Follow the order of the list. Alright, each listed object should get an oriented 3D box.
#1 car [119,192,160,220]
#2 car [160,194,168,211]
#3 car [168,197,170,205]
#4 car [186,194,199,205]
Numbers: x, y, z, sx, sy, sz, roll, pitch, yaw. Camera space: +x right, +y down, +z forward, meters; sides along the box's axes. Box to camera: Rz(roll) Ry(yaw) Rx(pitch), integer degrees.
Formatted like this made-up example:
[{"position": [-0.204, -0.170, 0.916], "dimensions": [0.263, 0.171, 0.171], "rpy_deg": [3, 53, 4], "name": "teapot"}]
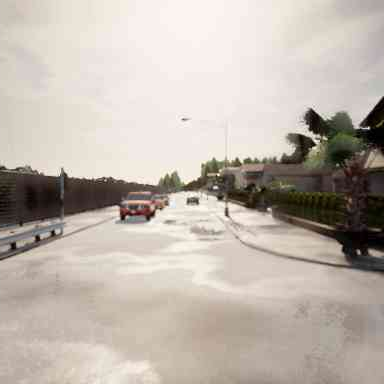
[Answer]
[{"position": [-4.080, 1.003, 25.847], "dimensions": [2.150, 2.045, 5.566], "rpy_deg": [0, 0, 0], "name": "car"}, {"position": [-4.076, 1.051, 35.688], "dimensions": [2.097, 1.767, 4.553], "rpy_deg": [0, 0, 0], "name": "car"}, {"position": [-4.049, 1.119, 45.694], "dimensions": [1.837, 1.490, 4.892], "rpy_deg": [0, 0, 1], "name": "car"}, {"position": [0.113, 1.078, 49.054], "dimensions": [2.128, 1.511, 4.902], "rpy_deg": [0, 1, 0], "name": "car"}]
